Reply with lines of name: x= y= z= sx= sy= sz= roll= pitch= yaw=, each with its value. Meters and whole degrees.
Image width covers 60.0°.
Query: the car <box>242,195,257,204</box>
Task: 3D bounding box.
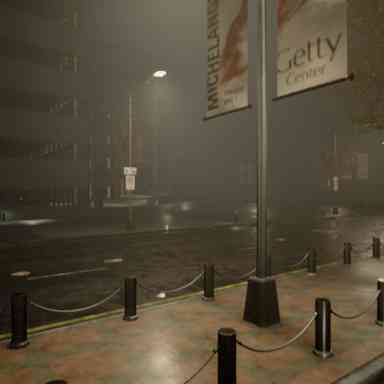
car: x=12.017 y=1.437 z=65.199 sx=1.882 sy=1.535 sz=5.008 roll=0 pitch=0 yaw=-35

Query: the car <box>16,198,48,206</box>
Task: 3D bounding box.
car: x=-15.884 y=1.295 z=31.167 sx=4.674 sy=1.452 sz=2.002 roll=0 pitch=0 yaw=-36

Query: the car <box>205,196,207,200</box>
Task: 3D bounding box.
car: x=0.570 y=1.472 z=80.647 sx=4.902 sy=1.511 sz=2.128 roll=0 pitch=0 yaw=30

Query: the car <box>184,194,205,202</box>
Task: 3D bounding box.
car: x=0.209 y=1.502 z=76.779 sx=4.181 sy=1.385 sz=1.994 roll=0 pitch=0 yaw=33

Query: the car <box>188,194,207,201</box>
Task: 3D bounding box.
car: x=1.392 y=1.300 z=84.159 sx=4.553 sy=1.767 sz=2.097 roll=0 pitch=0 yaw=26
